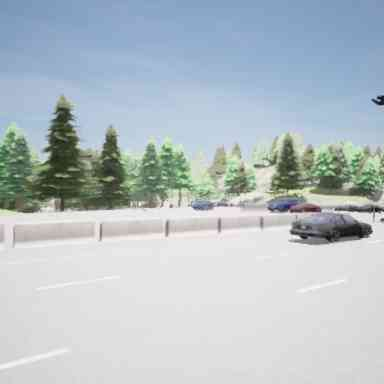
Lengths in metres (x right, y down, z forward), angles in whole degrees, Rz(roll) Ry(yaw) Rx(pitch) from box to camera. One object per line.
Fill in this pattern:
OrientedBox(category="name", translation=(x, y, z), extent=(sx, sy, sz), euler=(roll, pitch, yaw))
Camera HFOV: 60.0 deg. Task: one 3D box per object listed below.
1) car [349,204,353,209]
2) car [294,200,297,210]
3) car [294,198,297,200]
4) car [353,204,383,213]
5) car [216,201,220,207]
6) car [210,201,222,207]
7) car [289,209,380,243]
OrientedBox(category="car", translation=(26.835, 2.751, 56.922), extent=(5.357, 1.411, 2.033), euler=(2, -1, -34))
OrientedBox(category="car", translation=(15.290, 2.183, 44.736), extent=(5.008, 1.535, 1.882), euler=(2, -1, -35))
OrientedBox(category="car", translation=(13.344, 1.916, 47.638), extent=(5.566, 2.045, 2.150), euler=(2, -1, -35))
OrientedBox(category="car", translation=(28.877, 2.684, 54.095), extent=(5.008, 1.535, 1.882), euler=(2, -1, -34))
OrientedBox(category="car", translation=(6.234, 2.304, 65.754), extent=(2.033, 1.411, 5.357), euler=(0, -2, 8))
OrientedBox(category="car", translation=(5.746, 3.010, 81.336), extent=(2.128, 1.511, 4.902), euler=(0, -3, -6))
OrientedBox(category="car", translation=(7.488, 1.818, 17.686), extent=(5.357, 1.411, 2.033), euler=(1, -1, -35))
